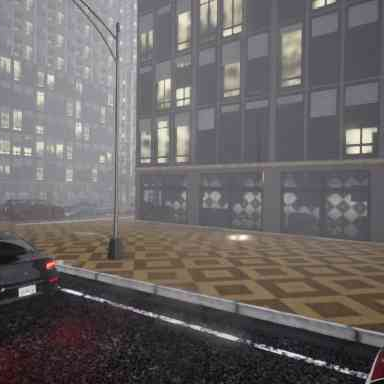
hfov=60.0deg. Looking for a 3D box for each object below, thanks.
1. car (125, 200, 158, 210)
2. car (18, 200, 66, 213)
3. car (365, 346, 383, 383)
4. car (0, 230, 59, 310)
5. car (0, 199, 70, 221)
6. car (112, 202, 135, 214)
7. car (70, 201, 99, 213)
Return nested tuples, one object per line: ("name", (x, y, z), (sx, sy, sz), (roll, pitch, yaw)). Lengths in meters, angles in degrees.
("car", (-7.212, 1.878, 47.924), (1.895, 1.301, 4.718), (1, 0, 36))
("car", (-17.302, 1.643, 38.621), (1.752, 1.417, 4.829), (1, 0, 36))
("car", (3.196, 1.353, 1.409), (4.553, 1.767, 2.097), (0, 0, 35))
("car", (-4.696, 1.522, 7.020), (4.674, 1.442, 1.812), (0, 0, 35))
("car", (-13.796, 1.520, 29.249), (2.192, 1.841, 5.009), (1, 0, 36))
("car", (-7.007, 1.830, 38.468), (1.752, 1.417, 4.829), (1, 0, 36))
("car", (-13.219, 1.753, 39.780), (1.994, 1.385, 4.181), (1, 0, 36))
